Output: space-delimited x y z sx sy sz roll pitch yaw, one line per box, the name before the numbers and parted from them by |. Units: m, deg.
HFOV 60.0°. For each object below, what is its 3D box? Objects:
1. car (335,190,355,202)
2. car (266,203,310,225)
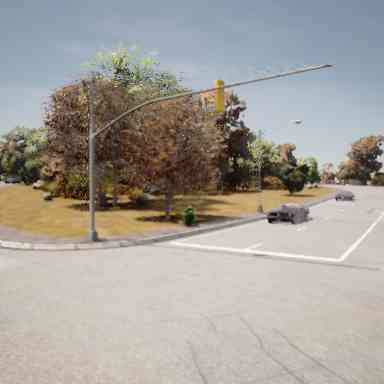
car | 20.328 0.438 44.215 1.994 1.385 4.181 0 3 33
car | 6.869 1.503 23.645 1.895 1.301 4.718 0 1 33
